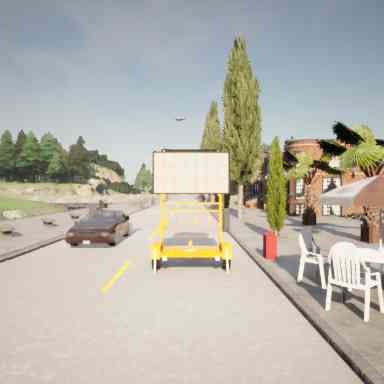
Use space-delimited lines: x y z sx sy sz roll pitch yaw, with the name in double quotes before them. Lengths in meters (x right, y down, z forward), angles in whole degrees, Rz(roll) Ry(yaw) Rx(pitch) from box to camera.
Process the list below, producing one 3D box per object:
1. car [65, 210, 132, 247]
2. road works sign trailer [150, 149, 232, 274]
"car" -4.038 1.547 15.374 2.033 1.411 5.357 0 0 0
"road works sign trailer" -0.026 0.464 10.507 2.380 3.560 2.880 0 0 0
